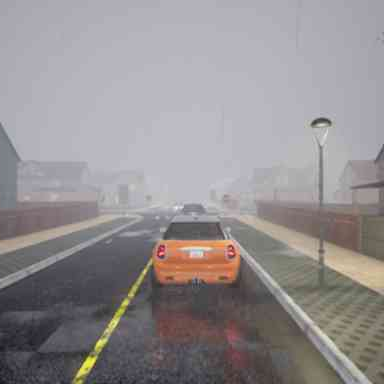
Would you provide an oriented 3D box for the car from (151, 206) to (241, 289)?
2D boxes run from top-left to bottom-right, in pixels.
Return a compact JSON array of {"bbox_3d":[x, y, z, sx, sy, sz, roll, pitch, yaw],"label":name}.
[{"bbox_3d":[0.099,1.442,9.591,2.097,1.767,4.553,0,-1,0],"label":"car"}]

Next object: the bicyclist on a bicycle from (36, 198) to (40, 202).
[{"bbox_3d":[-20.150,1.621,43.457,0.582,1.620,1.656,0,0,0],"label":"bicyclist on a bicycle"}]

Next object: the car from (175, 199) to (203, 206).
[{"bbox_3d":[0.102,1.587,24.756,2.097,1.767,4.553,0,-1,0],"label":"car"}]

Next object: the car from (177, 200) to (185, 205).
[{"bbox_3d":[-2.742,2.591,84.975,1.895,1.301,4.718,0,-1,0],"label":"car"}]

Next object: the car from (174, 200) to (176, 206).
[{"bbox_3d":[-2.743,2.314,69.487,2.128,1.511,4.902,0,-1,0],"label":"car"}]
